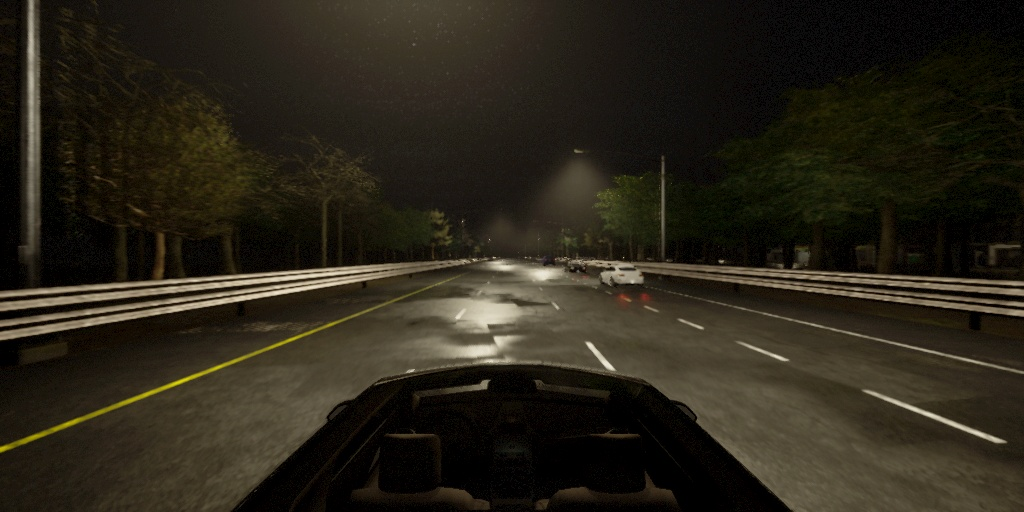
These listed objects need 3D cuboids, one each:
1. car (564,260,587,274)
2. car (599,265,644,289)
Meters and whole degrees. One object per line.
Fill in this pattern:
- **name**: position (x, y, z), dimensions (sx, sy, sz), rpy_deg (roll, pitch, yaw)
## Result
- **car**: position (7.017, 1.341, 40.248), dimensions (1.895, 1.301, 4.718), rpy_deg (0, 0, 0)
- **car**: position (6.998, 1.273, 23.138), dimensions (1.812, 1.442, 4.674), rpy_deg (0, 0, 0)
